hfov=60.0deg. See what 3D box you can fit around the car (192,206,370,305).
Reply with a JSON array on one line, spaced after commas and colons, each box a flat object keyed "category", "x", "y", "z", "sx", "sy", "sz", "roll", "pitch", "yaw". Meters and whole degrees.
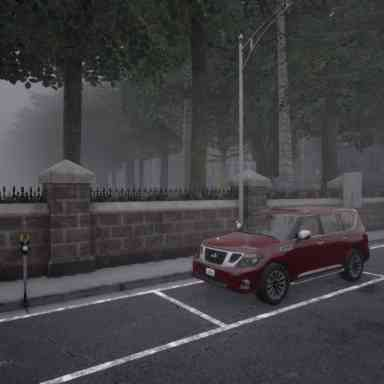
[{"category": "car", "x": 2.422, "y": 1.314, "z": 8.261, "sx": 5.009, "sy": 1.841, "sz": 2.192, "roll": 0, "pitch": 0, "yaw": -36}]
